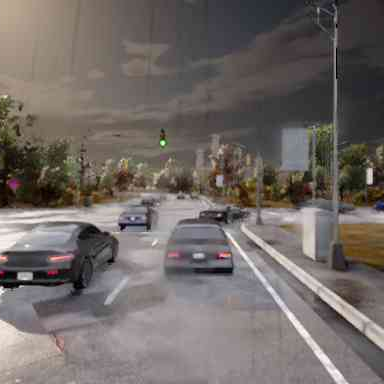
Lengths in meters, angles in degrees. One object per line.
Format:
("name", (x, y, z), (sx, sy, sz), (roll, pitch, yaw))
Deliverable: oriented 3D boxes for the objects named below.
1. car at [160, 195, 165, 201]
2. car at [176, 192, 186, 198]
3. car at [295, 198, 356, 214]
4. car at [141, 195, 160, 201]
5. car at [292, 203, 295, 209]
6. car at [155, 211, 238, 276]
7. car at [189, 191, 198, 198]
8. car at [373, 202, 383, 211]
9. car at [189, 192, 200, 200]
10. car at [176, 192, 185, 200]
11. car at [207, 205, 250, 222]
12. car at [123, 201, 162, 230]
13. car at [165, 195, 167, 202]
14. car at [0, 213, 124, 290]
("car", (-6.485, 1.366, 60.163), (1.812, 1.442, 4.674), (0, 0, 1))
("car", (-3.052, 0.809, 90.493), (2.033, 1.411, 5.357), (0, 1, -8))
("car", (13.743, 1.470, 33.884), (5.357, 1.411, 2.033), (0, 0, -3))
("car", (-6.627, 1.422, 50.472), (2.033, 1.411, 5.357), (0, 0, 1))
("car", (13.794, 1.390, 37.391), (5.008, 1.535, 1.882), (0, 0, -3))
("car", (0.181, 1.534, 10.243), (2.033, 1.411, 5.357), (0, 0, 0))
("car", (0.445, 0.713, 90.667), (2.097, 1.767, 4.553), (0, 1, -4))
("car", (23.238, 1.390, 37.834), (5.008, 1.535, 1.882), (0, 0, -3))
("car", (0.735, 1.103, 80.695), (1.812, 1.442, 4.674), (0, 1, 0))
("car", (-2.767, 1.173, 80.409), (1.895, 1.301, 4.718), (0, 1, 0))
("car", (2.475, 1.550, 23.836), (1.895, 1.301, 4.718), (0, 0, 32))
("car", (-3.238, 1.504, 20.833), (2.033, 1.411, 5.357), (0, 0, 1))
("car", (-6.345, 1.283, 70.743), (2.033, 1.411, 5.357), (0, 1, 1))
("car", (-3.328, 1.514, 8.967), (1.812, 1.442, 4.674), (0, 0, 0))
